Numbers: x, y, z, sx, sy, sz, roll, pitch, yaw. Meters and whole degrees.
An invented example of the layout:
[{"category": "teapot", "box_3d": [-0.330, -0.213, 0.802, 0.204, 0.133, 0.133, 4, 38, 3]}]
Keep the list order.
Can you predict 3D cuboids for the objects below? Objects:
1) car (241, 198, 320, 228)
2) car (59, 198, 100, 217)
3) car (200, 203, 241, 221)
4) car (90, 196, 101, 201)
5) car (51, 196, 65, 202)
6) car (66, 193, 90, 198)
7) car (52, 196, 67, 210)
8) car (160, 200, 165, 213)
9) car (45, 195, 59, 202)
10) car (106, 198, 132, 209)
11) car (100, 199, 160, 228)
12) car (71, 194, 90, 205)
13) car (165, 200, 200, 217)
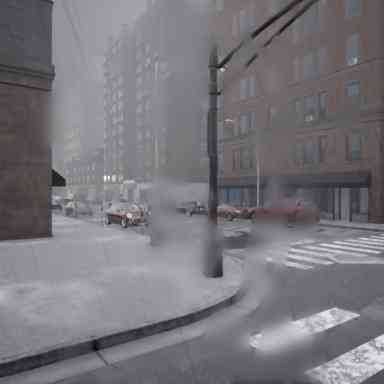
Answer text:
[{"category": "car", "box_3d": [6.005, 1.309, 22.155, 2.192, 1.841, 5.009, 0, 0, -35]}, {"category": "car", "box_3d": [-10.493, 1.529, 30.779, 2.008, 1.369, 4.403, 0, 0, -35]}, {"category": "car", "box_3d": [2.825, 1.571, 26.672, 1.802, 1.307, 4.206, 0, 0, -35]}, {"category": "car", "box_3d": [-16.004, 1.457, 53.915, 1.837, 1.490, 4.892, 0, 0, -35]}, {"category": "car", "box_3d": [-28.973, 1.477, 71.838, 2.008, 1.369, 4.403, 0, 0, -35]}, {"category": "car", "box_3d": [-18.214, 1.176, 51.761, 2.150, 2.045, 5.566, 0, 0, -35]}, {"category": "car", "box_3d": [-16.855, 1.511, 39.814, 1.887, 1.381, 4.507, 0, 0, -35]}, {"category": "car", "box_3d": [-3.535, 1.529, 35.706, 2.008, 1.369, 4.403, 0, 0, -35]}, {"category": "car", "box_3d": [-32.153, 1.471, 76.354, 2.008, 1.369, 4.403, 0, 0, -35]}, {"category": "car", "box_3d": [-9.894, 1.532, 44.738, 1.947, 1.339, 4.313, 0, 0, -35]}, {"category": "car", "box_3d": [-4.132, 1.430, 21.742, 1.967, 1.590, 4.097, 0, 0, -35]}, {"category": "car", "box_3d": [-20.044, 1.298, 59.596, 2.097, 1.767, 4.553, 0, 0, -35]}, {"category": "car", "box_3d": [-0.355, 1.550, 31.188, 1.947, 1.339, 4.313, 0, 0, -35]}]
